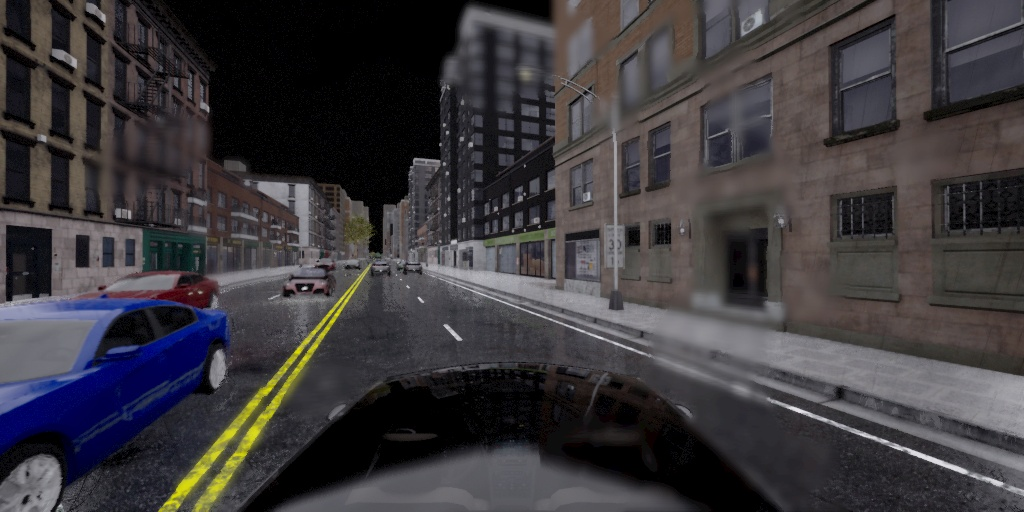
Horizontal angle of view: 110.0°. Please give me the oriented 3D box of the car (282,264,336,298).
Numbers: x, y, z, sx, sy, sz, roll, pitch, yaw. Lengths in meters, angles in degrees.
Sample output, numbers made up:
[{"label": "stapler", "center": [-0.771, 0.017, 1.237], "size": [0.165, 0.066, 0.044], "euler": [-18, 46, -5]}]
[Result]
[{"label": "car", "center": [-10.271, 1.306, 18.431], "size": [1.994, 1.385, 4.181], "euler": [0, 0, -21]}]

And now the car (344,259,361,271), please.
[{"label": "car", "center": [-21.755, 1.180, 49.050], "size": [1.882, 1.535, 5.008], "euler": [0, 0, -20]}]

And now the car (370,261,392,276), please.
[{"label": "car", "center": [-13.481, 1.215, 36.812], "size": [2.128, 1.511, 4.902], "euler": [0, 0, -21]}]

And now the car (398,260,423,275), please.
[{"label": "car", "center": [-10.801, 1.213, 38.799], "size": [2.128, 1.511, 4.902], "euler": [0, 0, -20]}]

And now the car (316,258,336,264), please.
[{"label": "car", "center": [-24.749, 1.055, 47.781], "size": [2.097, 1.767, 4.553], "euler": [0, 0, -20]}]

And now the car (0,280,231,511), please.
[{"label": "car", "center": [-4.712, 1.228, 3.619], "size": [1.882, 1.535, 5.008], "euler": [0, 0, -21]}]

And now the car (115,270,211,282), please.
[{"label": "car", "center": [-11.004, 1.224, 11.137], "size": [1.882, 1.535, 5.008], "euler": [0, 0, -21]}]
